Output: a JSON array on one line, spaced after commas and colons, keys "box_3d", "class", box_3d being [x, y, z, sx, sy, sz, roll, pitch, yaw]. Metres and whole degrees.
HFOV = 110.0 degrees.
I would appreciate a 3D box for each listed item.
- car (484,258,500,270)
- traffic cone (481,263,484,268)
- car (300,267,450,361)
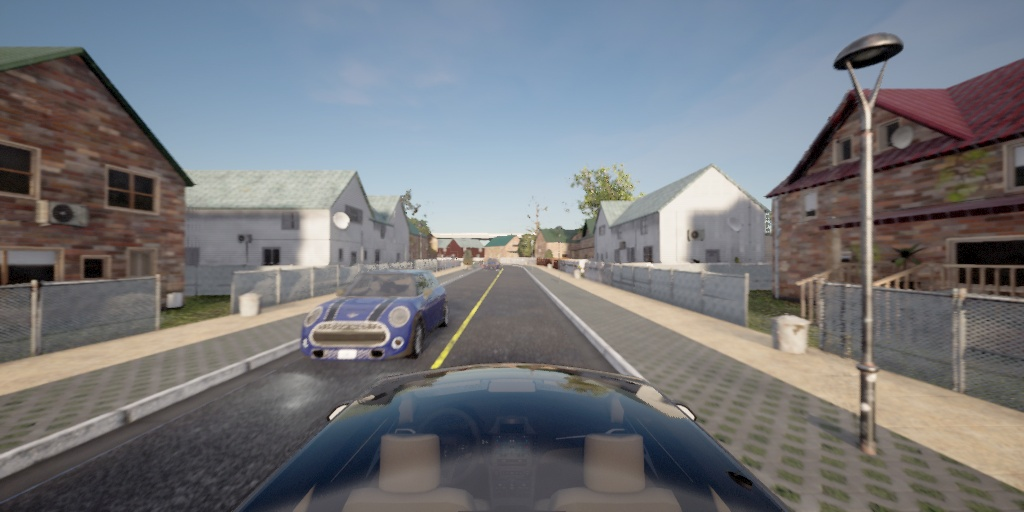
[{"box_3d": [-2.868, 1.103, 52.335, 2.097, 1.767, 4.553, 0, 0, 0], "class": "car"}, {"box_3d": [-4.355, 1.422, 54.650, 0.340, 0.580, 0.340, 0, 0, 3], "class": "traffic cone"}, {"box_3d": [-2.846, 1.106, 8.455, 2.097, 1.767, 4.553, 0, 0, 0], "class": "car"}]
